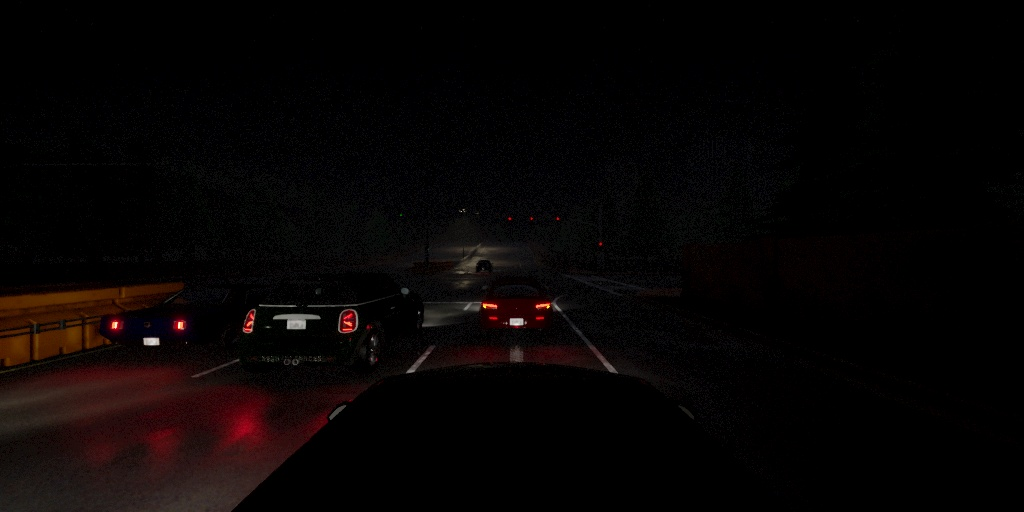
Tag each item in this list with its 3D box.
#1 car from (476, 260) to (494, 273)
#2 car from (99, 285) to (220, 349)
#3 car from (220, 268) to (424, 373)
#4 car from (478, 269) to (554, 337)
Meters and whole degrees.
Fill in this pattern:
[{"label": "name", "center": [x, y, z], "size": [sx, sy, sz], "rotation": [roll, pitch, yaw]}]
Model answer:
[{"label": "car", "center": [-3.397, 1.254, 44.542], "size": [1.837, 1.490, 4.892], "rotation": [0, 0, 0]}, {"label": "car", "center": [-6.900, 1.351, 9.090], "size": [1.895, 1.301, 4.718], "rotation": [0, 0, 0]}, {"label": "car", "center": [-3.398, 1.102, 7.775], "size": [2.097, 1.767, 4.553], "rotation": [0, 0, 0]}, {"label": "car", "center": [0.100, 1.276, 10.164], "size": [1.812, 1.442, 4.674], "rotation": [0, 0, 0]}]
